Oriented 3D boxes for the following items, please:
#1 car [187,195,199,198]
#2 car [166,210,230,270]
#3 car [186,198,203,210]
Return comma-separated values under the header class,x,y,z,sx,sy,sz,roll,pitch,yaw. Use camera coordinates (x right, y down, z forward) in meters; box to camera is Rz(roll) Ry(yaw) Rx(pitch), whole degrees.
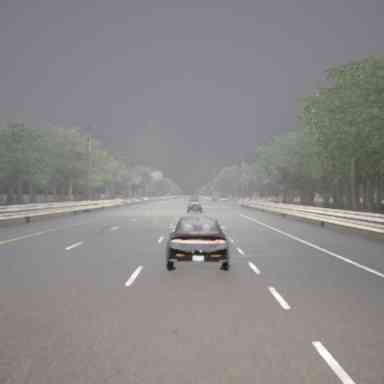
class,x,y,z,sx,sy,sz,roll,pitch,yaw
car,0.621,1.841,82.146,2.150,2.045,5.566,1,0,0
car,0.190,1.579,11.313,2.128,1.511,4.902,1,0,0
car,0.380,1.849,42.819,1.812,1.442,4.674,1,0,0
